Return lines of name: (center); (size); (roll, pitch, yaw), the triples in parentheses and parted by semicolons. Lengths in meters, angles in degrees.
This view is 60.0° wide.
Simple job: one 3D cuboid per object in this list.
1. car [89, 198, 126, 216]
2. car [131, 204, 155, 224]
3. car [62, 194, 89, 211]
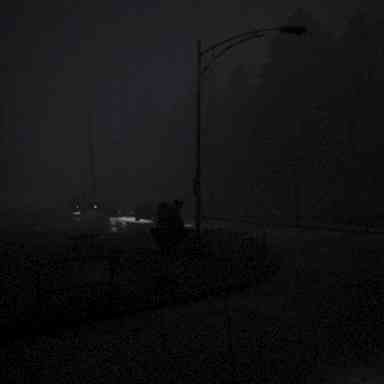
car: (-8.294, 1.595, 33.616); (2.128, 1.511, 4.902); (1, 0, -35)
car: (-2.911, 1.651, 26.057); (2.033, 1.411, 5.357); (1, 0, -35)
car: (-14.309, 1.326, 42.083); (2.150, 2.045, 5.566); (1, 0, -35)
